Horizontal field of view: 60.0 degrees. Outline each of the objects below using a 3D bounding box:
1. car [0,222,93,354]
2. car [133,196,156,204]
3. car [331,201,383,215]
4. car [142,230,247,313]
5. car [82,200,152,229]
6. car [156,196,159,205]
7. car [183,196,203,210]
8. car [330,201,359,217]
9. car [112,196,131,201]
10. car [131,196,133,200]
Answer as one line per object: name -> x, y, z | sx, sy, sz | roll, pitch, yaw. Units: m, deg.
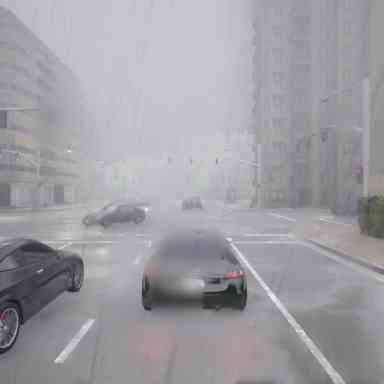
car -> -3.460, 1.526, 5.956 | 1.812, 1.442, 4.674 | 0, 0, 0
car -> -7.168, 1.547, 50.757 | 2.033, 1.411, 5.357 | 0, 0, 0
car -> 16.890, 1.601, 33.772 | 4.718, 1.301, 1.895 | 0, 0, 0
car -> 0.050, 1.564, 7.758 | 1.994, 1.385, 4.181 | 0, 0, 0
car -> -5.073, 1.526, 22.160 | 1.812, 1.442, 4.674 | -1, 0, 34
car -> -7.173, 1.505, 60.772 | 1.837, 1.490, 4.892 | 0, 0, 0
car -> 0.069, 1.352, 43.073 | 2.097, 1.767, 4.553 | 0, 0, -7
car -> 14.897, 1.564, 30.288 | 4.181, 1.385, 1.994 | 0, 0, 0
car -> -10.674, 1.547, 48.227 | 2.033, 1.411, 5.357 | 0, 0, 0
car -> -10.682, 1.505, 57.919 | 1.837, 1.490, 4.892 | 0, 0, 0
